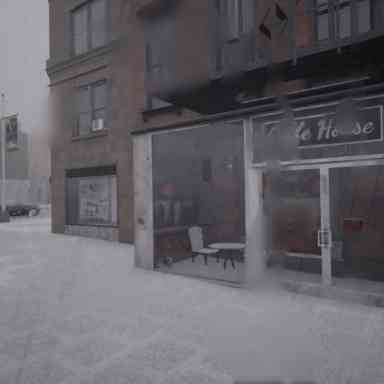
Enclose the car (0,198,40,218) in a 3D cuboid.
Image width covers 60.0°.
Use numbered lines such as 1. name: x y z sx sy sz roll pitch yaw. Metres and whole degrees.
1. car: -13.532 1.188 23.936 1.882 1.535 5.008 -2 0 35
